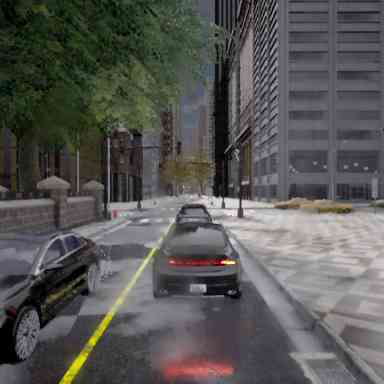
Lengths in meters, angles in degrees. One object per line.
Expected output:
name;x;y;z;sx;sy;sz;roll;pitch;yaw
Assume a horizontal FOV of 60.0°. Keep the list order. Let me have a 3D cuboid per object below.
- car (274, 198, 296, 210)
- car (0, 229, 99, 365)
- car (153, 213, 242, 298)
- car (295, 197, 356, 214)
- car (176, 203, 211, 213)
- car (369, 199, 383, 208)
car;12.111;1.308;39.053;4.829;1.417;1.752;-1;1;0
car;-3.079;1.491;5.923;2.128;1.511;4.902;0;0;0
car;0.114;1.503;8.471;1.837;1.490;4.892;0;0;0
car;12.411;1.325;30.527;4.829;1.417;1.752;-1;1;0
car;0.101;1.430;18.601;2.033;1.649;4.856;0;0;1
car;23.452;1.123;38.988;4.829;1.417;1.752;-1;1;0
